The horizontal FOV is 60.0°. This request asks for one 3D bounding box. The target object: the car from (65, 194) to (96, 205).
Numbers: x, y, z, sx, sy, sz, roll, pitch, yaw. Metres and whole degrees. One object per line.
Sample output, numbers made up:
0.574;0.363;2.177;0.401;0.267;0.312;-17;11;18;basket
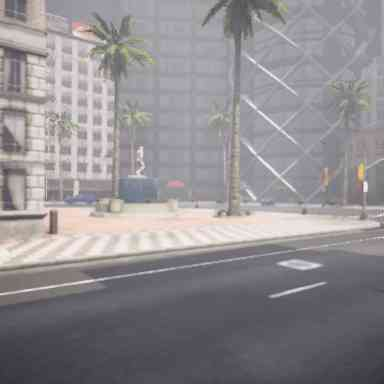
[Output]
-20.844;1.362;62.271;5.566;2.045;2.150;0;0;-10;car
